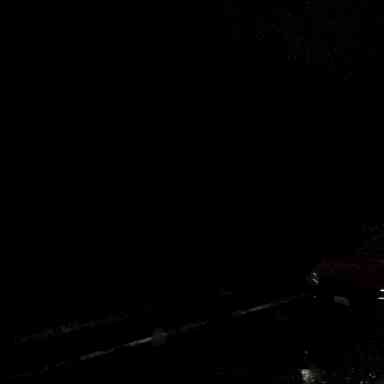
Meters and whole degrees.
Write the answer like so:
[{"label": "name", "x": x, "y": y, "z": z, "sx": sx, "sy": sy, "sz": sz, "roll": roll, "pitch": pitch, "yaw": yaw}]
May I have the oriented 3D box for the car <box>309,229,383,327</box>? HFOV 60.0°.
[{"label": "car", "x": 4.472, "y": 1.508, "z": 6.870, "sx": 5.008, "sy": 1.535, "sz": 1.882, "roll": 0, "pitch": 0, "yaw": -35}]
